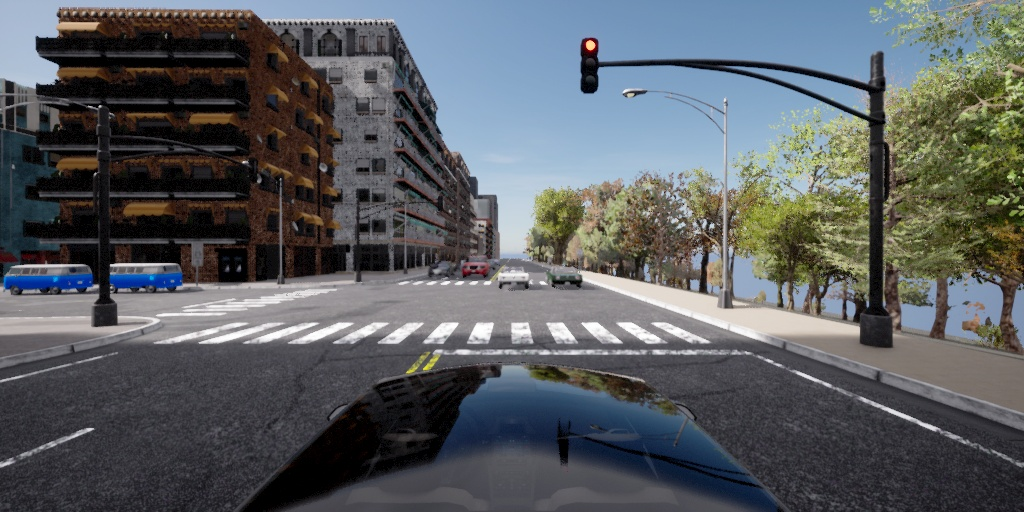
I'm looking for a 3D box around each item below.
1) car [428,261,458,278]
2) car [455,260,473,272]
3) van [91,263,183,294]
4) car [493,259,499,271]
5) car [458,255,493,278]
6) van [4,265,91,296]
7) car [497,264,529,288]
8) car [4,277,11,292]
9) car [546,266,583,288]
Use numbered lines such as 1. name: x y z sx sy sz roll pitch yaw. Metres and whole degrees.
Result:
1. car: -6.570 1.240 33.752 2.128 1.511 4.902 0 0 0
2. car: -6.551 1.280 49.078 1.812 1.442 4.674 0 1 0
3. van: -22.701 1.348 22.024 3.998 1.789 1.690 0 0 -1
4. car: -3.298 1.247 50.385 2.128 1.511 4.902 0 0 0
5. car: -3.317 0.970 33.820 2.150 2.045 5.566 0 0 1
6. van: -28.302 1.422 21.953 3.998 1.789 1.690 0 0 -1
7. car: 0.110 1.355 23.947 1.895 1.301 4.718 0 0 0
8. car: -22.621 1.622 13.678 4.207 1.307 1.802 0 0 -1
9. car: 3.365 1.348 23.921 1.895 1.301 4.718 0 0 0
